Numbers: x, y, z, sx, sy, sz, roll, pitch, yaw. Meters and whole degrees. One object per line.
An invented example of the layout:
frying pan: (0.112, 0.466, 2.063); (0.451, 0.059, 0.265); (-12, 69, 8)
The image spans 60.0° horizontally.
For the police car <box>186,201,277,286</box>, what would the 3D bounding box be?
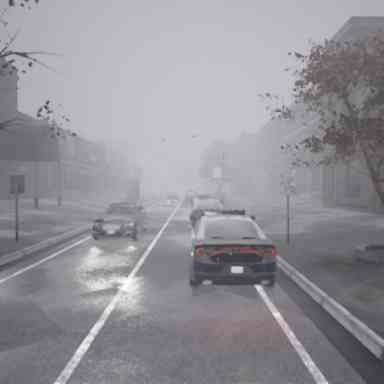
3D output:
police car: (0.879, 1.276, 9.108); (1.930, 1.638, 5.238); (0, 1, 0)

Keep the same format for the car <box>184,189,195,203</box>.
car: (-0.101, 0.746, 46.687); (1.812, 1.442, 4.674); (0, 1, 0)

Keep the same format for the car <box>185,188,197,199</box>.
car: (-0.150, 0.283, 59.798); (2.097, 1.767, 4.553); (0, 1, 0)

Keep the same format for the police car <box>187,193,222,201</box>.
police car: (0.853, 1.115, 19.107); (1.930, 1.638, 5.238); (0, 1, 0)

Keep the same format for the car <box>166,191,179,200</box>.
car: (-3.212, 0.580, 55.512); (2.033, 1.411, 5.357); (0, 1, 0)

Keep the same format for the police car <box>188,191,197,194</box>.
police car: (0.838, 1.018, 25.106); (1.930, 1.638, 5.238); (0, 1, 0)

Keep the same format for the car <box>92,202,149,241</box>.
car: (-3.136, 1.242, 15.290); (2.128, 1.511, 4.902); (0, 1, 0)
